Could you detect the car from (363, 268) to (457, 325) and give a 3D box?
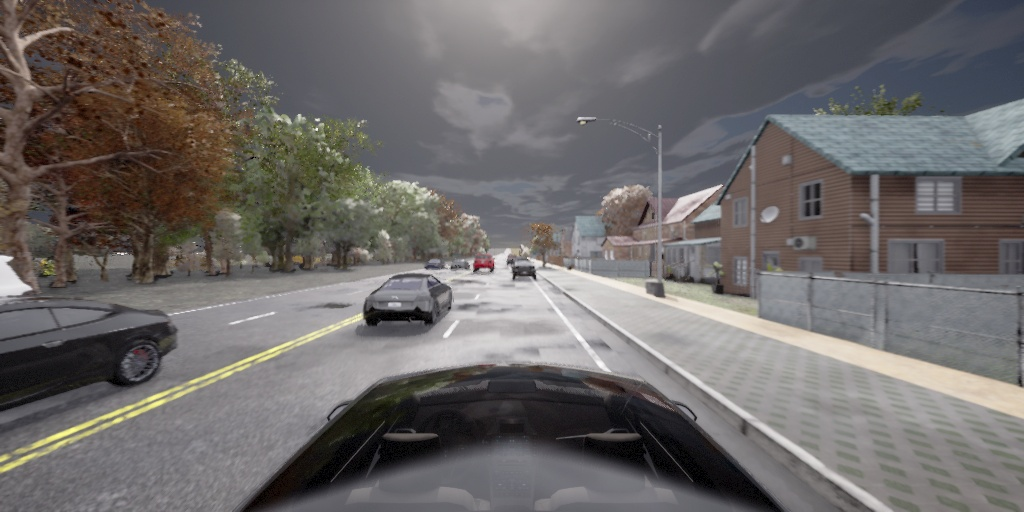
[{"bbox_3d":[-3.154,1.267,11.634,1.994,1.385,4.181,0,0,0],"label":"car"}]

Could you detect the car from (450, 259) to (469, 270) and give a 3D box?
[{"bbox_3d":[-6.593,1.087,45.639,1.994,1.385,4.181,0,0,0],"label":"car"}]

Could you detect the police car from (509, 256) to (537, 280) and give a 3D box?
[{"bbox_3d":[0.962,1.035,29.681,1.930,1.638,5.238,0,0,0],"label":"police car"}]

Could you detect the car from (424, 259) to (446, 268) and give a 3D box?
[{"bbox_3d":[-9.835,1.068,46.173,2.033,1.411,5.357,0,0,0],"label":"car"}]

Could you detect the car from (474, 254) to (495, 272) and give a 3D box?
[{"bbox_3d":[-3.170,0.767,41.647,2.150,2.045,5.566,0,0,0],"label":"car"}]

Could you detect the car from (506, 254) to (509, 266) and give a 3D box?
[{"bbox_3d":[-0.028,0.919,63.229,1.837,1.490,4.892,0,0,0],"label":"car"}]

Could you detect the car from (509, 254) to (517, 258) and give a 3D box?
[{"bbox_3d":[0.957,0.909,39.541,2.097,1.767,4.553,0,0,0],"label":"car"}]

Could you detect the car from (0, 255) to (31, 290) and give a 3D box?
[{"bbox_3d":[-9.850,0.959,4.273,2.150,2.045,5.566,0,0,0],"label":"car"}]

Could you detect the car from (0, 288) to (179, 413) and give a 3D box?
[{"bbox_3d":[-6.600,1.264,4.216,1.812,1.442,4.674,0,0,0],"label":"car"}]
